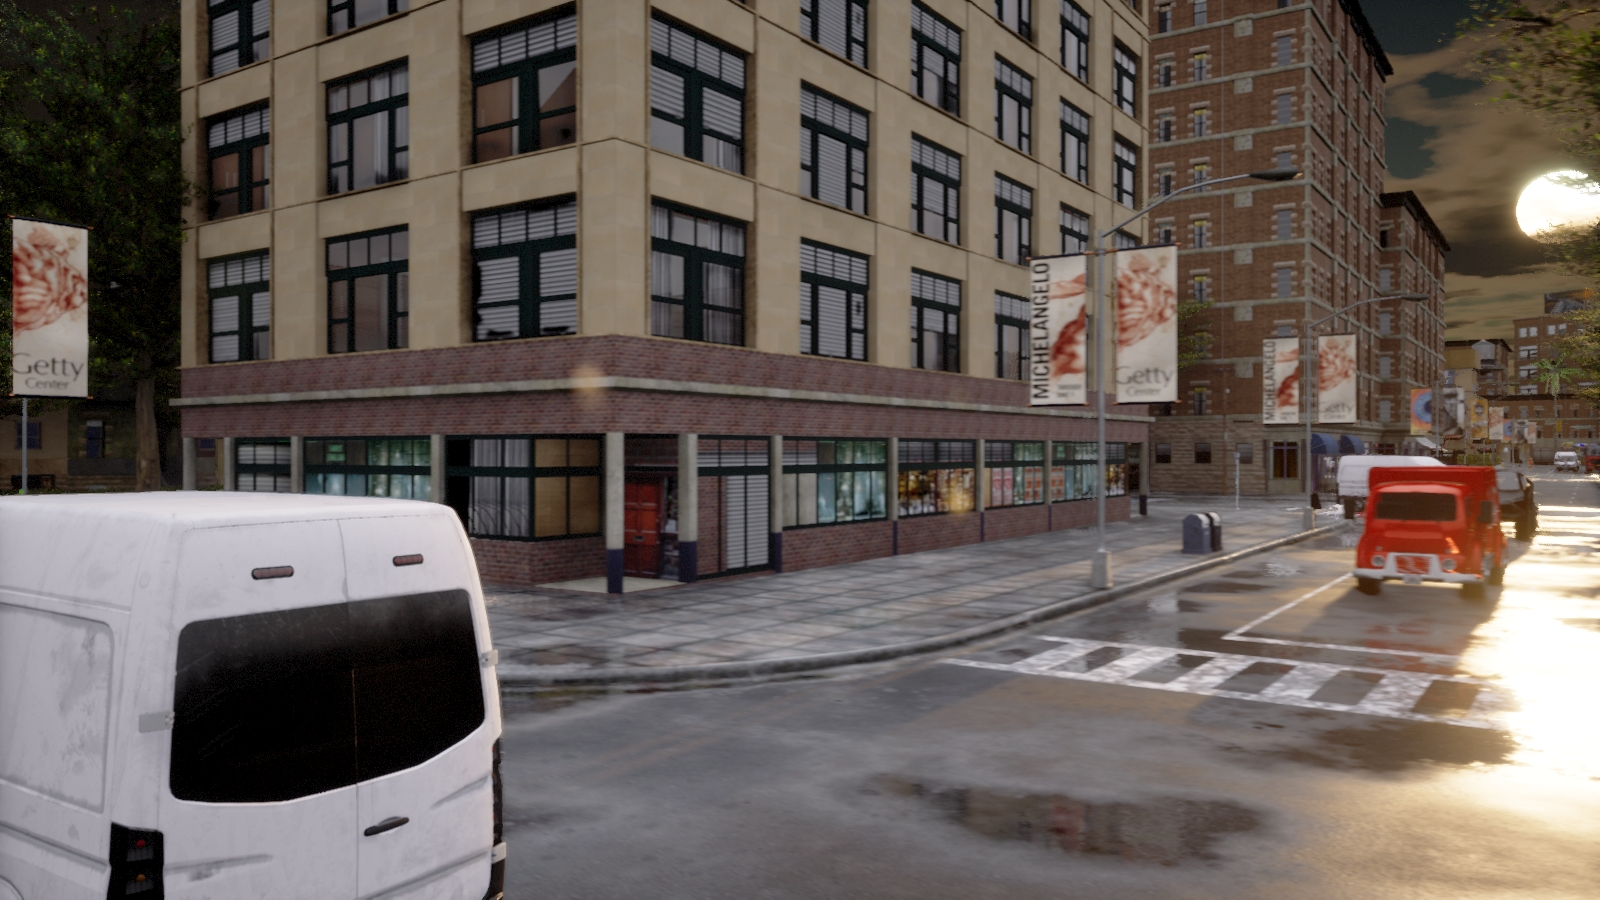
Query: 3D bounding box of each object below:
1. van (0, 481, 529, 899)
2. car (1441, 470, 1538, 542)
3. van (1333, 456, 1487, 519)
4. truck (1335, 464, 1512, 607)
[{"bbox_3d":[-4.416,1.536,6.888,5.915,2.561,1.988,0,0,35],"label":"van"},{"bbox_3d":[22.989,1.754,37.959,2.390,2.098,6.274,0,0,35],"label":"car"},{"bbox_3d":[26.444,1.536,49.805,1.988,2.561,5.915,0,0,-25],"label":"van"},{"bbox_3d":[12.864,1.565,23.367,2.627,2.467,5.204,0,0,35],"label":"truck"}]
